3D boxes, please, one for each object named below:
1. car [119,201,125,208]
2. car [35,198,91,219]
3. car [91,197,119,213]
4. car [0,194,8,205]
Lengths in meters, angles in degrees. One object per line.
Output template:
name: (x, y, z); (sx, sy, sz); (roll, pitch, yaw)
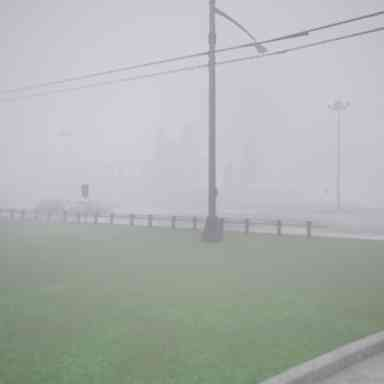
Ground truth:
car: (-11.344, 1.483, 45.073); (4.902, 1.511, 2.128); (0, 0, 24)
car: (-11.349, 1.347, 28.654); (4.553, 1.767, 2.097); (0, 0, 29)
car: (-9.694, 1.499, 31.739); (4.892, 1.490, 1.837); (0, 0, 29)
car: (-34.209, 1.219, 57.403); (5.566, 2.045, 2.150); (0, 0, 29)
